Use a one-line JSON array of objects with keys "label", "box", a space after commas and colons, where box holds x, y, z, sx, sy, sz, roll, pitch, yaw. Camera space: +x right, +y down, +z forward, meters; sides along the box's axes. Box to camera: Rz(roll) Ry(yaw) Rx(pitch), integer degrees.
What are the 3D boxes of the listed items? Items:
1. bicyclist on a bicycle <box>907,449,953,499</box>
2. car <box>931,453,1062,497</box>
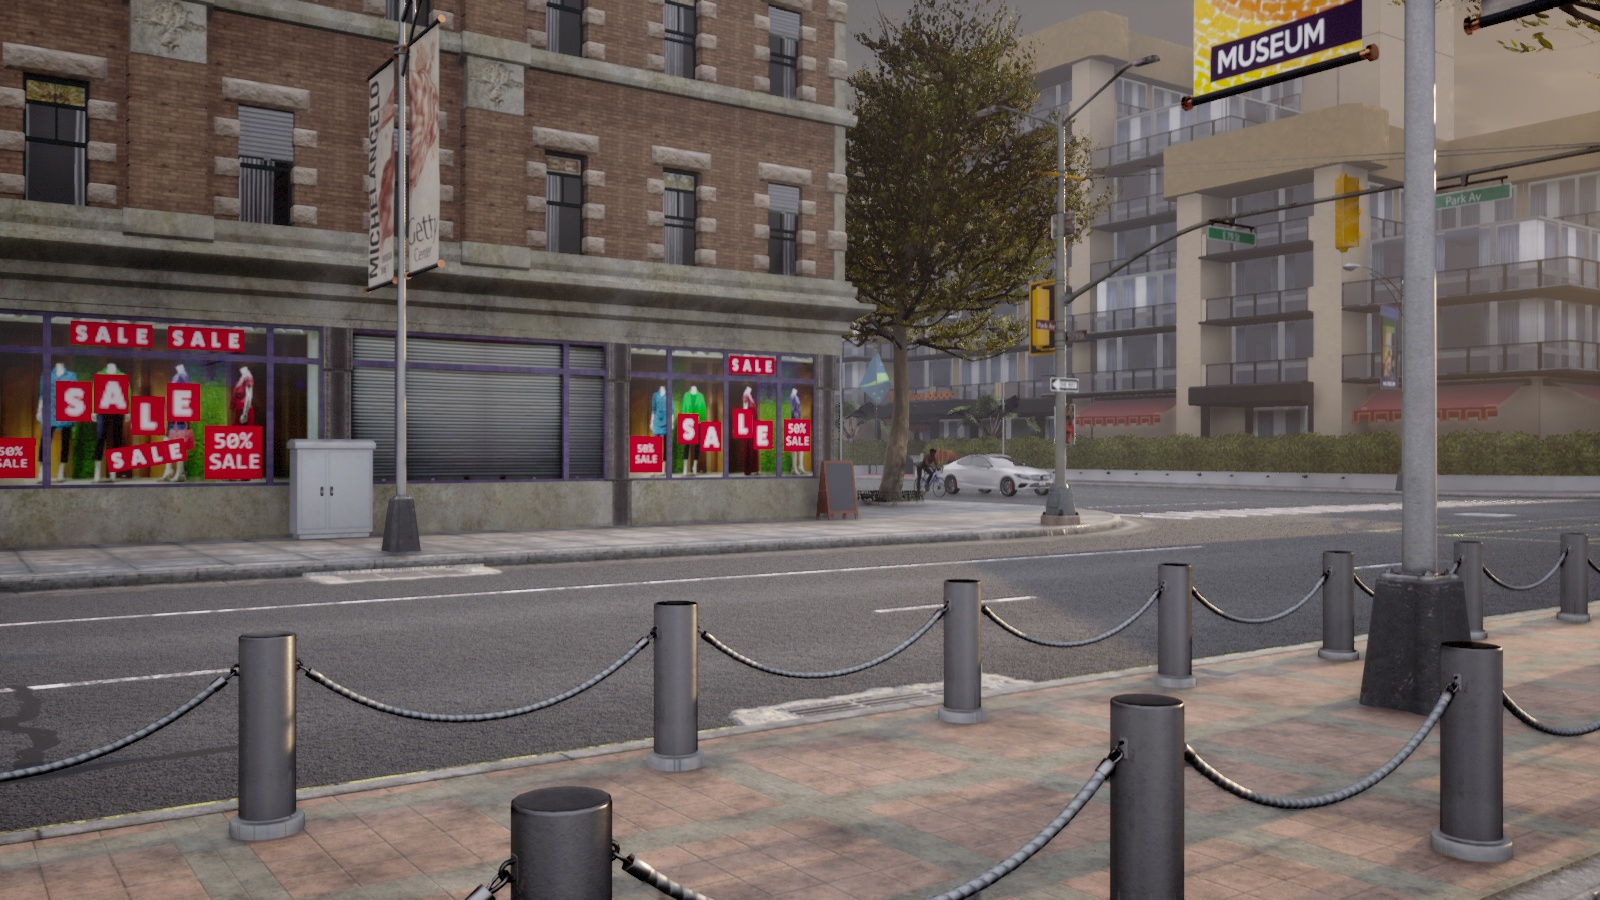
[{"label": "bicyclist on a bicycle", "box": [4.320, 0.770, 41.779, 0.582, 1.620, 1.656, 0, 0, -35]}, {"label": "car", "box": [6.844, 0.841, 44.275, 1.812, 1.442, 4.674, 0, 0, -35]}]
